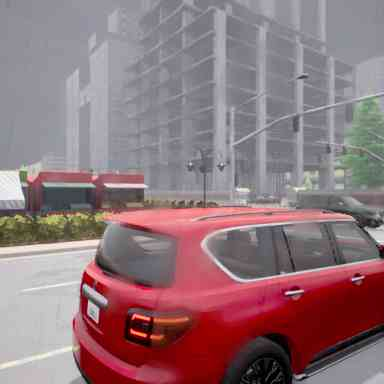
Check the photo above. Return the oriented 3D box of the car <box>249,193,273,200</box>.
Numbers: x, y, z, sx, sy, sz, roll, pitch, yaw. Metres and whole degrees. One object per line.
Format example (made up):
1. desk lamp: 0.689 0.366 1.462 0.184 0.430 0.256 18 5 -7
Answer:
1. car: 11.661 1.114 58.199 1.905 1.878 3.866 0 0 -36

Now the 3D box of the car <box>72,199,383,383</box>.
1. car: 1.259 1.221 4.687 5.566 2.045 2.150 0 0 -35

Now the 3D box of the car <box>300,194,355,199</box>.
1. car: 9.296 1.198 21.151 2.150 2.045 5.566 0 1 -36

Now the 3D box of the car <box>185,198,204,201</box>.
1. car: 0.563 1.422 33.181 1.882 1.535 5.008 0 0 -36

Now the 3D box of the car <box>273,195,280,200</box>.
1. car: 14.052 1.114 59.913 1.905 1.878 3.866 0 0 -36
